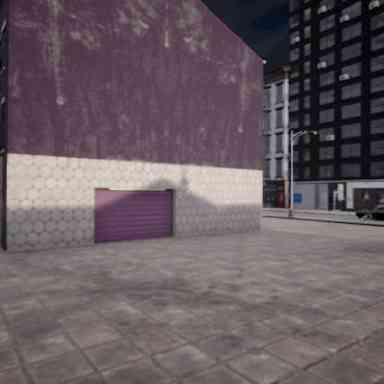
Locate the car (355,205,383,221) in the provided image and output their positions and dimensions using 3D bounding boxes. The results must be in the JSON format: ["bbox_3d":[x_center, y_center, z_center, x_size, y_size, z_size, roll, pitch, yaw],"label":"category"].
[{"bbox_3d":[14.858,1.655,24.615,1.895,1.301,4.718,1,0,-36],"label":"car"}]
